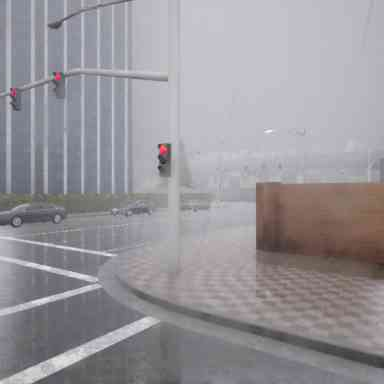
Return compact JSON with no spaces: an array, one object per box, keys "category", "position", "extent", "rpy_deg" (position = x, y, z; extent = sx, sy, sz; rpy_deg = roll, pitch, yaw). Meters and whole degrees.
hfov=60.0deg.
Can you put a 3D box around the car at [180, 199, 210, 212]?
[{"category":"car","position":[0.415,1.564,39.099],"extent":[1.994,1.385,4.181],"rpy_deg":[0,0,35]}]

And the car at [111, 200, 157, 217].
[{"category":"car","position":[-5.357,1.491,30.992],"extent":[2.128,1.511,4.902],"rpy_deg":[0,0,35]}]

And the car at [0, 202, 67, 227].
[{"category":"car","position":[-11.062,1.505,22.959],"extent":[1.837,1.490,4.892],"rpy_deg":[0,0,35]}]
